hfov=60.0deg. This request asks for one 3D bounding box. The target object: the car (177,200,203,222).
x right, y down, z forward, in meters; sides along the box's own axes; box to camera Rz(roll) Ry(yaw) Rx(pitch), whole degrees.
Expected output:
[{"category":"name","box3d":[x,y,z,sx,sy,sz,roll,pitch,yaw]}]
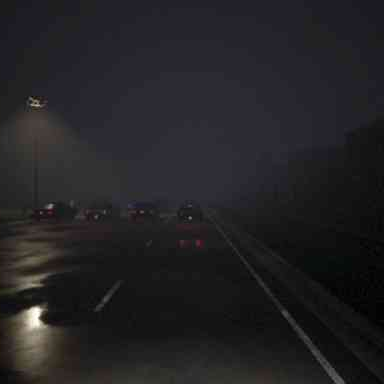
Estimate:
[{"category":"car","box3d":[-0.121,1.538,25.621,1.895,1.301,4.718,0,0,0]}]

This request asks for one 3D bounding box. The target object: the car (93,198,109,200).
[{"category":"car","box3d":[-10.741,1.436,39.618,1.837,1.490,4.892,0,0,0]}]

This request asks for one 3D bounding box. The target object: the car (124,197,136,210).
[{"category":"car","box3d":[-7.244,1.395,40.915,1.882,1.535,5.008,0,0,0]}]

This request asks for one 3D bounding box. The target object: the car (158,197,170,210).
[{"category":"car","box3d":[-3.742,1.416,40.372,1.837,1.490,4.892,0,0,0]}]

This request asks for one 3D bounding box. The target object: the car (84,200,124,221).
[{"category":"car","box3d":[-7.127,1.553,26.940,1.895,1.301,4.718,0,0,0]}]

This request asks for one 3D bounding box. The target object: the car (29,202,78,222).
[{"category":"car","box3d":[-10.626,1.511,25.960,2.033,1.411,5.357,0,0,0]}]

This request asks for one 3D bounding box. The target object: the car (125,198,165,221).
[{"category":"car","box3d":[-3.625,1.491,26.628,2.033,1.411,5.357,0,0,0]}]
